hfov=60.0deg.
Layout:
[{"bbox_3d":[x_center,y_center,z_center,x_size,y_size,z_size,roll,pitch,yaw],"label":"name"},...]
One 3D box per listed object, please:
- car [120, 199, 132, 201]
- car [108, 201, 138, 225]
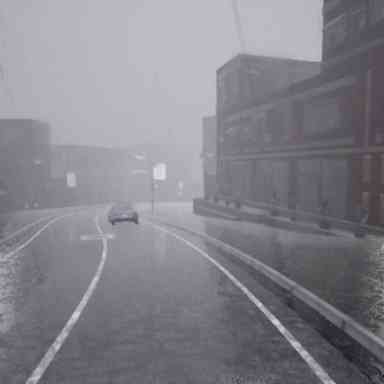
[{"bbox_3d":[-8.415,1.665,42.484,2.128,1.511,4.902,0,0,-3],"label":"car"},{"bbox_3d":[-5.239,1.634,25.127,1.994,1.385,4.181,-2,0,-16],"label":"car"}]
